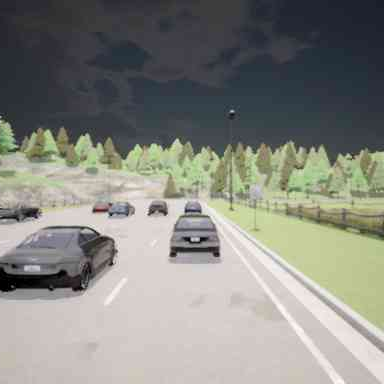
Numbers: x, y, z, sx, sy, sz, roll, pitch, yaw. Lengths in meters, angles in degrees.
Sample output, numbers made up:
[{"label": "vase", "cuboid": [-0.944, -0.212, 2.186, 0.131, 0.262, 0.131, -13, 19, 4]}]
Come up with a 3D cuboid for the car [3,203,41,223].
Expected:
[{"label": "car", "cuboid": [-13.892, 1.588, 26.710, 2.128, 1.511, 4.902, 0, 0, 0]}]

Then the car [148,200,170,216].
[{"label": "car", "cuboid": [-3.388, 1.635, 34.477, 1.837, 1.490, 4.892, 0, 0, 0]}]

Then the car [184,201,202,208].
[{"label": "car", "cuboid": [0.111, 1.708, 38.284, 1.994, 1.385, 4.181, 0, 0, 0]}]

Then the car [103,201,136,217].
[{"label": "car", "cuboid": [-6.890, 1.669, 32.943, 2.033, 1.411, 5.357, 0, 0, 0]}]

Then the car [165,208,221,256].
[{"label": "car", "cuboid": [0.104, 1.598, 13.327, 2.033, 1.411, 5.357, 0, 0, 0]}]

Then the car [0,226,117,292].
[{"label": "car", "cuboid": [-3.397, 1.598, 9.086, 1.994, 1.385, 4.181, 0, 0, 0]}]

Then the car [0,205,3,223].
[{"label": "car", "cuboid": [-10.396, 1.400, 13.992, 2.097, 1.767, 4.553, 0, 0, 0]}]

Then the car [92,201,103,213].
[{"label": "car", "cuboid": [-10.387, 1.709, 39.639, 1.994, 1.385, 4.181, 0, 0, 0]}]
